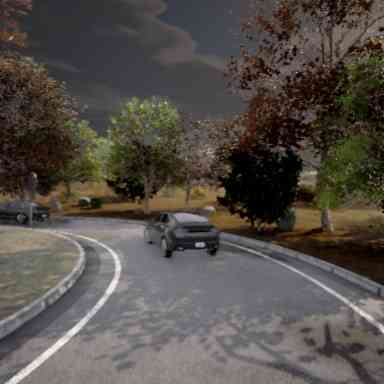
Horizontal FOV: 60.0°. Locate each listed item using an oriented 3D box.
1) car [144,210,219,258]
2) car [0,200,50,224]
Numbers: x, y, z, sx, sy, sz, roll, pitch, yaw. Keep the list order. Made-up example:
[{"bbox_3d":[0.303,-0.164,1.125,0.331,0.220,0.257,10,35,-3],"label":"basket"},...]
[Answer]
[{"bbox_3d":[-0.536,1.451,12.808,1.837,1.490,4.892,1,-1,-19],"label":"car"},{"bbox_3d":[-12.053,1.287,22.598,4.892,1.490,1.837,1,0,16],"label":"car"}]
